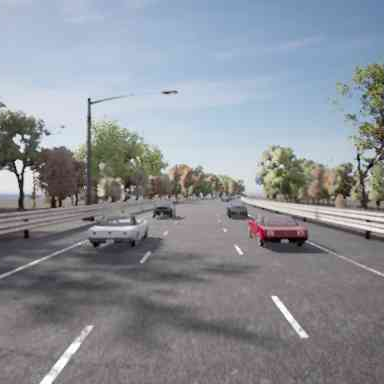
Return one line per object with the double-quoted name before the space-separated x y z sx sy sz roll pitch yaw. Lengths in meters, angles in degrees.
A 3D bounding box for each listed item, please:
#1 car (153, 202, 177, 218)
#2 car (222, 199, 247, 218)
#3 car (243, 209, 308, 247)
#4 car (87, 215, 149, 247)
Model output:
"car" -2.661 1.717 32.767 1.837 1.490 4.892 0 0 2
"car" 4.343 1.706 32.629 2.128 1.511 4.902 0 0 2
"car" 3.787 1.700 15.582 1.895 1.301 4.718 0 0 1
"car" -3.220 1.695 15.506 1.895 1.301 4.718 0 0 1
